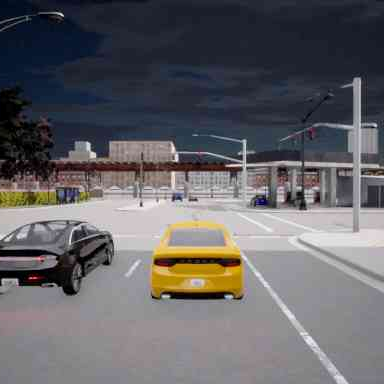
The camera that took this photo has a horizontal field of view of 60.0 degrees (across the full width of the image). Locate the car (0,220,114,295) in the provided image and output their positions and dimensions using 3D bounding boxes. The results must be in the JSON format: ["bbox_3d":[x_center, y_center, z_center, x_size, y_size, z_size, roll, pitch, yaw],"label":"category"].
[{"bbox_3d":[-3.387,1.474,8.667,2.128,1.511,4.902,0,0,0],"label":"car"}]

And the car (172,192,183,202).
[{"bbox_3d":[-3.239,1.122,74.025,2.150,2.045,5.566,0,0,0],"label":"car"}]

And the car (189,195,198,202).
[{"bbox_3d":[0.259,1.446,73.414,1.994,1.385,4.181,0,0,0],"label":"car"}]

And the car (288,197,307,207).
[{"bbox_3d":[15.630,1.426,49.447,1.970,1.475,3.806,0,0,1],"label":"car"}]

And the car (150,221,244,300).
[{"bbox_3d":[0.112,1.468,8.446,1.882,1.535,5.008,0,0,0],"label":"car"}]

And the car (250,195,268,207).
[{"bbox_3d":[9.883,1.253,48.705,2.242,1.667,4.611,0,0,1],"label":"car"}]
